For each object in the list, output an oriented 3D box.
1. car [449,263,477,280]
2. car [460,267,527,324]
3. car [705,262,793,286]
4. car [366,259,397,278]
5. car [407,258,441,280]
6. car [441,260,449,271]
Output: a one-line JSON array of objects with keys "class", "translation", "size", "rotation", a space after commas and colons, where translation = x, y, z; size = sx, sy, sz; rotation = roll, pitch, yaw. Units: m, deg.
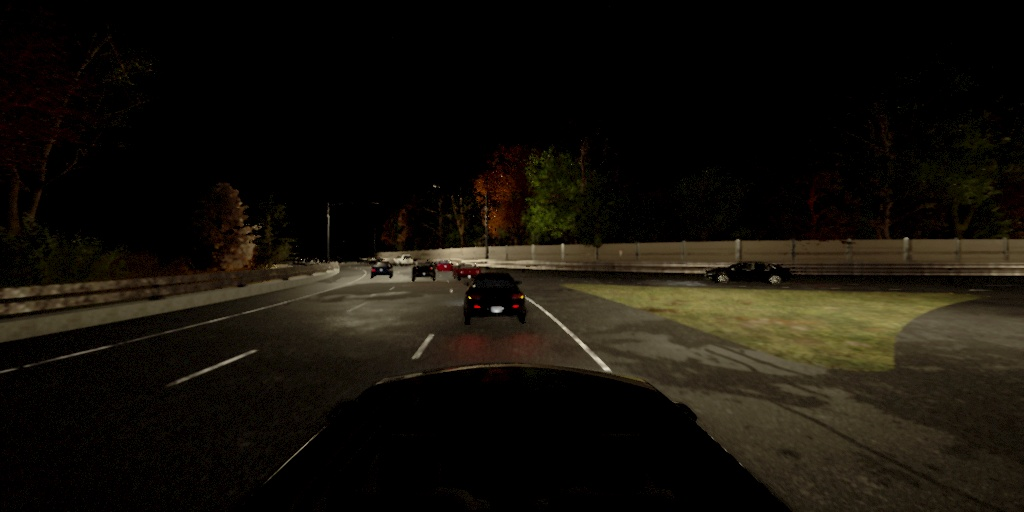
[{"class": "car", "translation": [-3.827, 1.279, 29.820], "size": [1.895, 1.301, 4.718], "rotation": [0, 0, -15]}, {"class": "car", "translation": [-0.625, 1.247, 11.845], "size": [1.812, 1.442, 4.674], "rotation": [0, 0, -5]}, {"class": "car", "translation": [15.634, 1.133, 23.932], "size": [4.892, 1.490, 1.837], "rotation": [0, 0, 21]}, {"class": "car", "translation": [-11.806, 1.245, 32.699], "size": [2.033, 1.411, 5.357], "rotation": [0, 0, -17]}, {"class": "car", "translation": [-7.447, 1.181, 30.089], "size": [2.128, 1.511, 4.902], "rotation": [0, 0, -15]}, {"class": "car", "translation": [-8.582, 1.215, 44.153], "size": [1.994, 1.385, 4.181], "rotation": [0, 0, -22]}]
